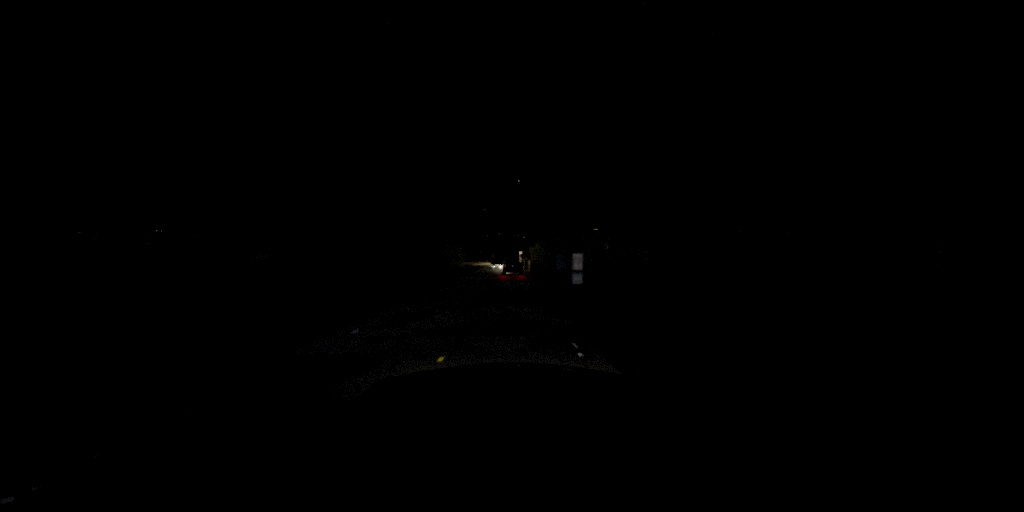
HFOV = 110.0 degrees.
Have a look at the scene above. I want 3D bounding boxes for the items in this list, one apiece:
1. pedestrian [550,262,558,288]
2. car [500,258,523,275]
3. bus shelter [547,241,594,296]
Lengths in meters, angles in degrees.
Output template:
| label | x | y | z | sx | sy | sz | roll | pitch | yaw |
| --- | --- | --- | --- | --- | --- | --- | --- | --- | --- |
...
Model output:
| label | x | y | z | sx | sy | sz | roll | pitch | yaw |
| --- | --- | --- | --- | --- | --- | --- | --- | --- | --- |
| pedestrian | 2.507 | 1.018 | 21.379 | 0.375 | 1.860 | 0.375 | -1 | 1 | -10 |
| car | 0.081 | 1.041 | 38.571 | 2.097 | 1.767 | 4.553 | 0 | 0 | 0 |
| bus shelter | 3.129 | 0.603 | 19.634 | 1.920 | 2.740 | 3.880 | 0 | 0 | 0 |
